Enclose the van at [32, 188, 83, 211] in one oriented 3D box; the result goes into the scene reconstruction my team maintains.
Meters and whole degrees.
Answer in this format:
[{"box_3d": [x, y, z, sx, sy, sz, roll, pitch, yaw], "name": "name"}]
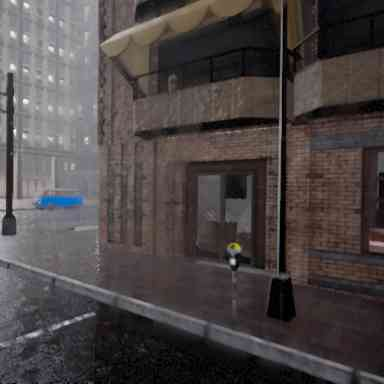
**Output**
[{"box_3d": [-10.932, 0.617, 27.265, 1.690, 1.788, 3.998, 1, 0, 36], "name": "van"}]
